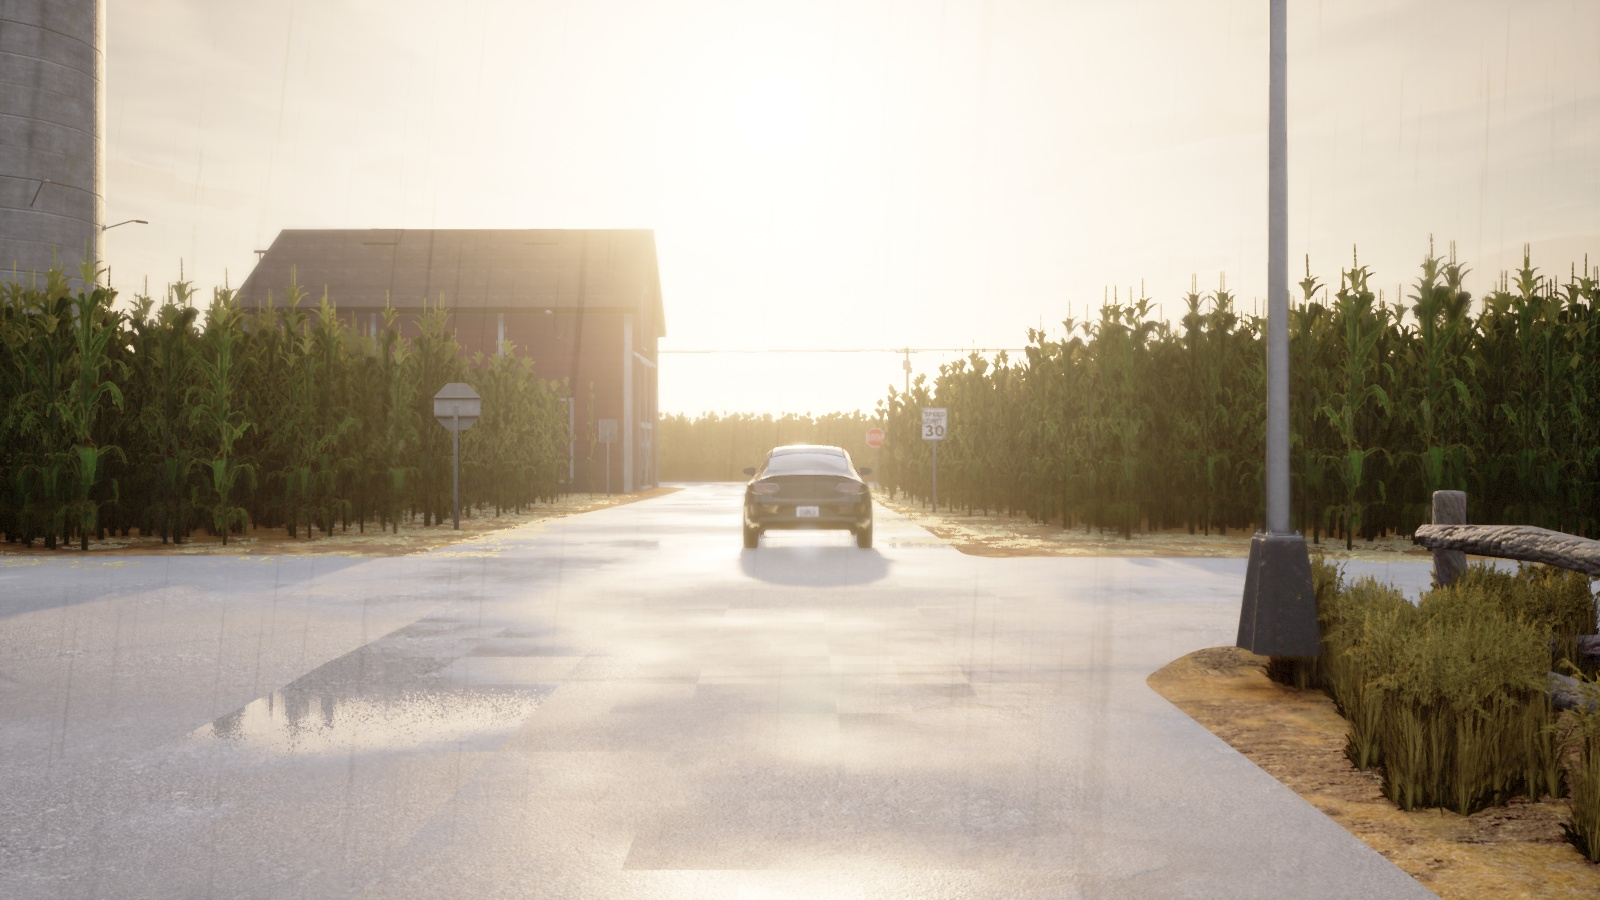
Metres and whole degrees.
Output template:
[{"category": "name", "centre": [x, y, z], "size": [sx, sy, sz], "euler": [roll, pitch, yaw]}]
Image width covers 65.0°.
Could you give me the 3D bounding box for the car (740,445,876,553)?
[{"category": "car", "centre": [0.117, 0.659, 19.109], "size": [1.812, 1.442, 4.674], "euler": [0, 0, 0]}]
